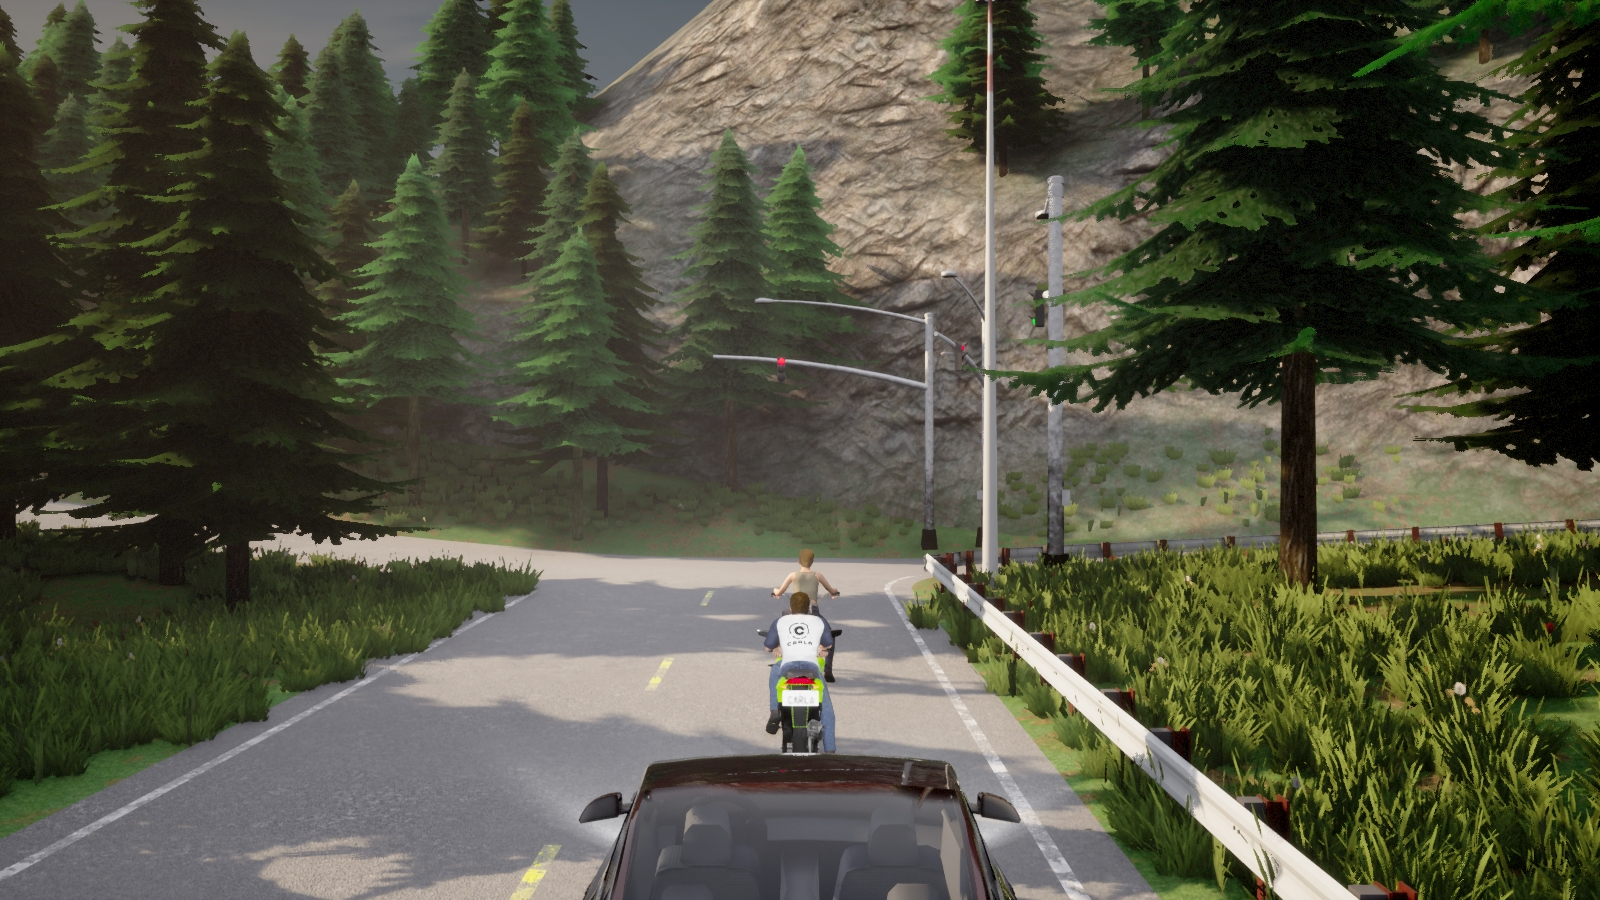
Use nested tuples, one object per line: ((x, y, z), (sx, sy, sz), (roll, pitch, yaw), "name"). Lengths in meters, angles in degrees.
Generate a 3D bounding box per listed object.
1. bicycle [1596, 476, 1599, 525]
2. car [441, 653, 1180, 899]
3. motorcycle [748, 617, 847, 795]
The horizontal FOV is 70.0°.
((21.726, 1.355, 29.474), (1.835, 1.471, 0.329), (-5, -2, 26), "bicycle")
((0.029, 2.063, 5.012), (2.163, 1.488, 4.792), (0, 0, 0), "car")
((-0.020, 2.213, 10.238), (0.803, 1.145, 2.033), (0, 0, 0), "motorcycle")
